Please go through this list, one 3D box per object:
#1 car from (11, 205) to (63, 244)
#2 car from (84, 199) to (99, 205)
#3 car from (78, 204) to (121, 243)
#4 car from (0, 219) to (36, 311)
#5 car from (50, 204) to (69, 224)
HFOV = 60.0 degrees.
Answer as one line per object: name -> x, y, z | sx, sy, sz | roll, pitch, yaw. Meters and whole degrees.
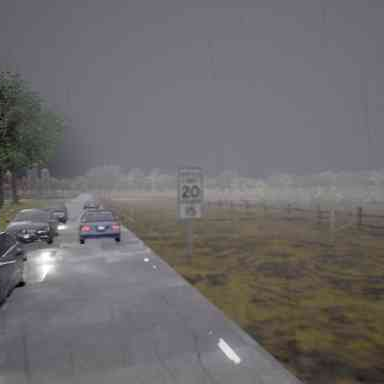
car -> -7.515, 1.598, 15.989 | 1.837, 1.490, 4.892 | -1, 0, -17
car -> -13.304, 1.653, 44.123 | 1.994, 1.385, 4.181 | -1, 0, -17
car -> -4.589, 1.583, 16.457 | 2.033, 1.411, 5.357 | -1, 0, -17
car -> -4.537, 1.571, 6.552 | 1.837, 1.490, 4.892 | -1, 0, -17
car -> -10.625, 1.663, 25.872 | 2.033, 1.411, 5.357 | -1, 0, -17
